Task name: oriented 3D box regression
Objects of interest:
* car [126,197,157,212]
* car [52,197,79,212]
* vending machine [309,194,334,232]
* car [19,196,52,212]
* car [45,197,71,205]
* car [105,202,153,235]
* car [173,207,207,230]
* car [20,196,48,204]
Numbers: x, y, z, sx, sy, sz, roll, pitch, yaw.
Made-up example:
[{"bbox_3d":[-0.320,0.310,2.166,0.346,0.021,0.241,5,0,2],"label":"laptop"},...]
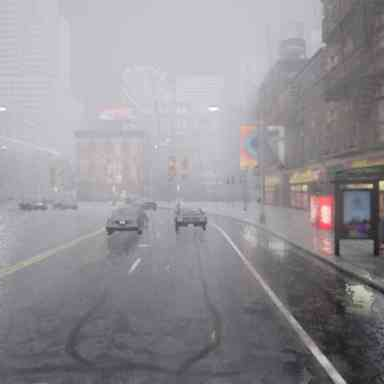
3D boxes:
[{"bbox_3d":[-5.628,1.493,38.302,1.837,1.490,4.892,1,0,-29],"label":"car"},{"bbox_3d":[-15.178,1.495,39.697,1.837,1.490,4.892,1,-1,-41],"label":"car"},{"bbox_3d":[7.372,1.189,18.971,1.100,2.100,0.880,0,0,-1],"label":"vending machine"},{"bbox_3d":[-18.250,1.537,38.154,2.033,1.411,5.357,0,0,-41],"label":"car"},{"bbox_3d":[-23.959,1.578,59.434,4.718,1.301,1.895,0,0,30],"label":"car"},{"bbox_3d":[-3.552,1.542,18.842,2.033,1.411,5.357,0,0,-3],"label":"car"},{"bbox_3d":[-0.235,1.595,21.019,1.895,1.301,4.718,0,0,-5],"label":"car"},{"bbox_3d":[-29.263,1.503,61.604,4.674,1.452,2.002,0,0,20],"label":"car"}]
